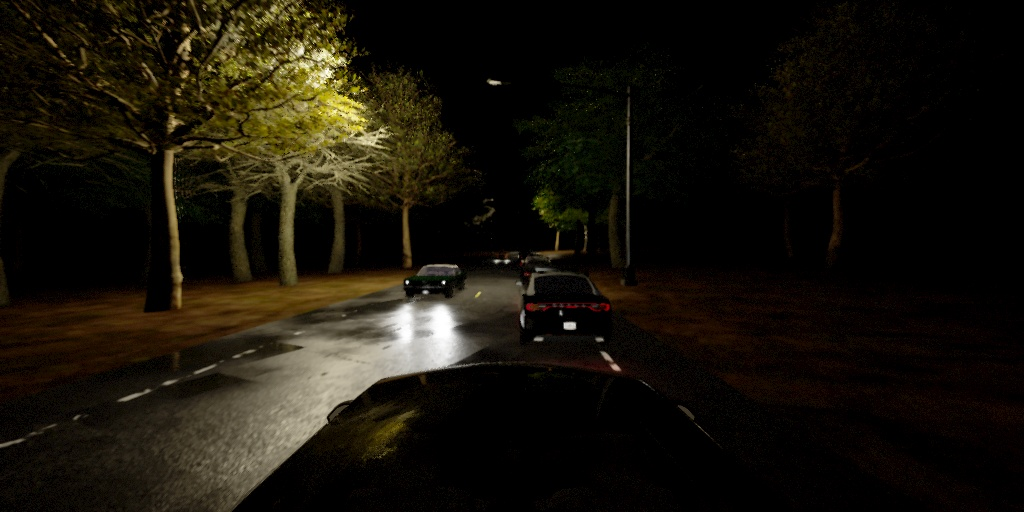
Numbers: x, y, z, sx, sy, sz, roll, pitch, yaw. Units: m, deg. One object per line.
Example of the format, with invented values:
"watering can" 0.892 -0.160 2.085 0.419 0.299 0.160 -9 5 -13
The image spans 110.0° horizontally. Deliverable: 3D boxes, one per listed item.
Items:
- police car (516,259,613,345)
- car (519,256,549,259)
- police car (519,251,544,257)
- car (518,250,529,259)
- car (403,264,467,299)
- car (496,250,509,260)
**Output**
"police car" 1.125 1.039 9.248 1.930 1.638 5.238 0 1 1
"car" 1.402 0.922 19.076 1.812 1.442 4.674 0 1 2
"police car" 1.662 0.662 25.159 1.930 1.638 5.238 0 2 3
"car" 1.809 0.005 50.652 1.837 1.490 4.892 0 1 2
"car" -3.325 1.065 16.217 1.895 1.301 4.718 0 1 2
"car" -1.505 -0.232 57.648 1.882 1.535 5.008 0 2 3
